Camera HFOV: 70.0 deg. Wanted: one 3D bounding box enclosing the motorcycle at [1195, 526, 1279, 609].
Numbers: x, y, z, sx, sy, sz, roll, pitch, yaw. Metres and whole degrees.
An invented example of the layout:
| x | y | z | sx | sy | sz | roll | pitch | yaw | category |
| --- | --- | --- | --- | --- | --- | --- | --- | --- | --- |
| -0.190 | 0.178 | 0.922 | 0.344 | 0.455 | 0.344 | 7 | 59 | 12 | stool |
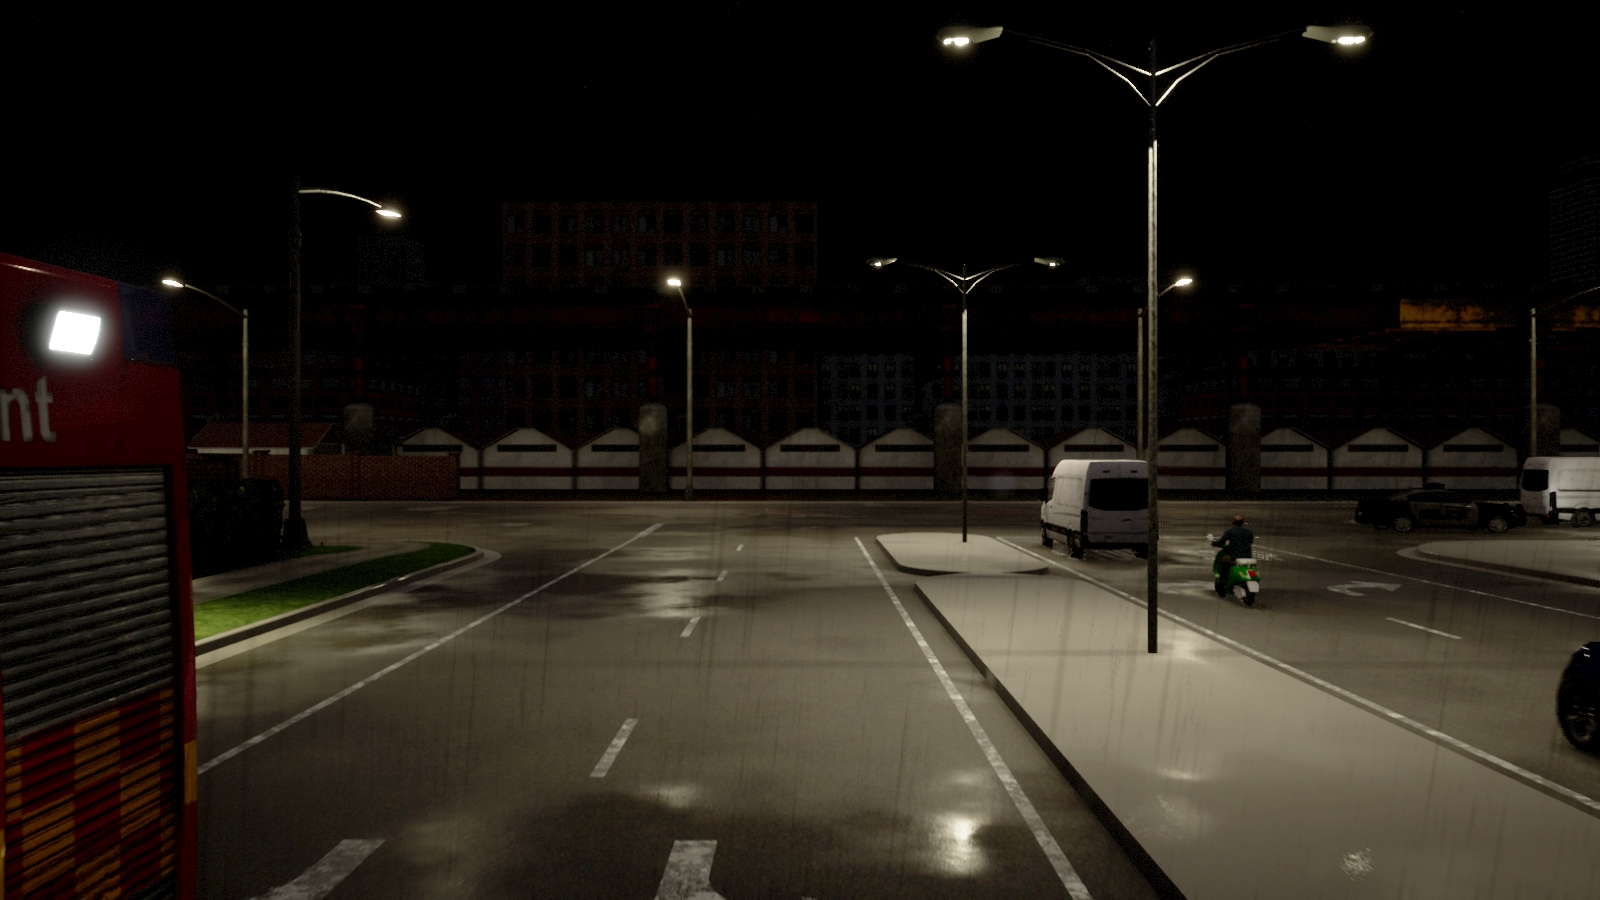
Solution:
| x | y | z | sx | sy | sz | roll | pitch | yaw | category |
| --- | --- | --- | --- | --- | --- | --- | --- | --- | --- |
| 8.013 | 2.130 | 21.041 | 0.856 | 1.341 | 1.805 | 0 | 0 | 0 | motorcycle |

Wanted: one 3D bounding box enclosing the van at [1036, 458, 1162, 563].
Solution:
| x | y | z | sx | sy | sz | roll | pitch | yaw | category |
| --- | --- | --- | --- | --- | --- | --- | --- | --- | --- |
| 8.065 | 1.535 | 31.446 | 1.988 | 2.561 | 5.915 | 0 | 0 | 1 | van |

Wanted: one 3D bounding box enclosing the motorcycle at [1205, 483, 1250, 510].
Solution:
| x | y | z | sx | sy | sz | roll | pitch | yaw | category |
| --- | --- | --- | --- | --- | --- | --- | --- | --- | --- |
| 20.097 | 2.182 | 53.781 | 1.805 | 1.236 | 0.856 | 0 | 0 | 0 | motorcycle |

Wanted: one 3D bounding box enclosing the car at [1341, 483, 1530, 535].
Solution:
| x | y | z | sx | sy | sz | roll | pitch | yaw | category |
| --- | --- | --- | --- | --- | --- | --- | --- | --- | --- |
| 21.575 | 1.982 | 38.987 | 5.238 | 1.638 | 2.097 | 0 | 0 | 5 | car |

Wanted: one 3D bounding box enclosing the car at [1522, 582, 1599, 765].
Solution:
| x | y | z | sx | sy | sz | roll | pitch | yaw | category |
| --- | --- | --- | --- | --- | --- | --- | --- | --- | --- |
| 8.012 | 2.037 | 9.396 | 1.845 | 1.501 | 3.633 | 0 | 0 | 0 | car |
